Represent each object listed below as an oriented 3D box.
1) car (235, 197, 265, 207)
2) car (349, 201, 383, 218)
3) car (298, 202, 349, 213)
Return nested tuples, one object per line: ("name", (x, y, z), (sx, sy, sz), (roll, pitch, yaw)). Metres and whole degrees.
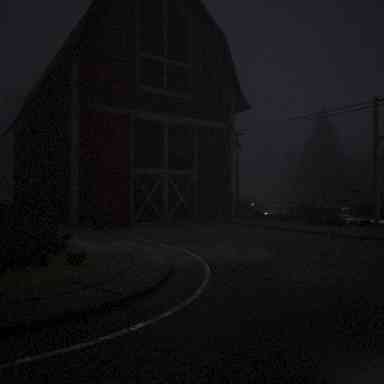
("car", (6.142, 1.379, 37.624), (2.097, 1.767, 4.553), (0, 0, -34))
("car", (16.242, 1.553, 29.440), (1.812, 1.442, 4.674), (0, 0, -34))
("car", (11.246, 1.628, 30.182), (1.895, 1.301, 4.718), (0, 0, -34))
